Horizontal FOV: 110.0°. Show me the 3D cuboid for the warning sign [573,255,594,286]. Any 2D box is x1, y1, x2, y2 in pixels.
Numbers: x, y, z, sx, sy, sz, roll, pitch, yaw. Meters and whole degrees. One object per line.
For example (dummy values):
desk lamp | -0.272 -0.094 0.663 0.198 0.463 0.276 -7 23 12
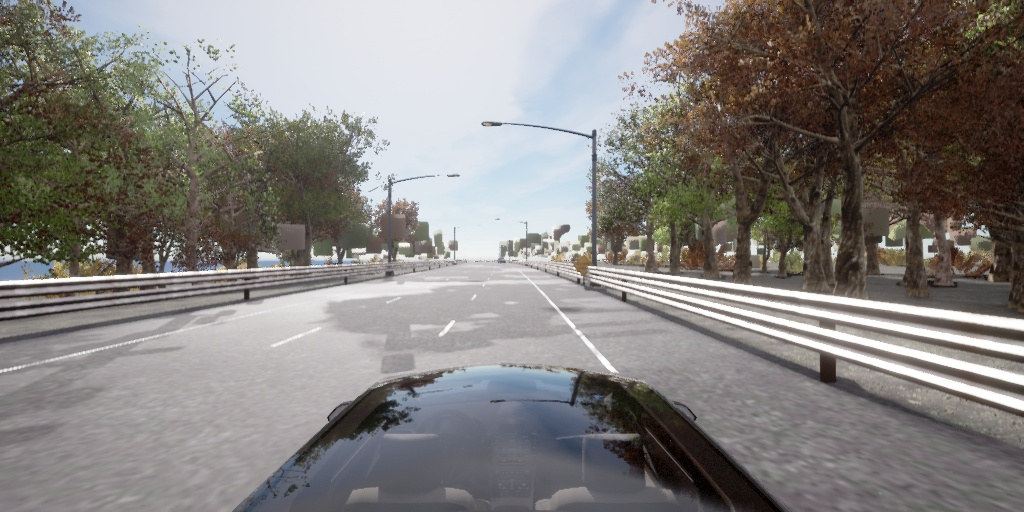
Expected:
warning sign | 4.413 0.872 22.022 1.300 1.860 1.060 0 0 -1
